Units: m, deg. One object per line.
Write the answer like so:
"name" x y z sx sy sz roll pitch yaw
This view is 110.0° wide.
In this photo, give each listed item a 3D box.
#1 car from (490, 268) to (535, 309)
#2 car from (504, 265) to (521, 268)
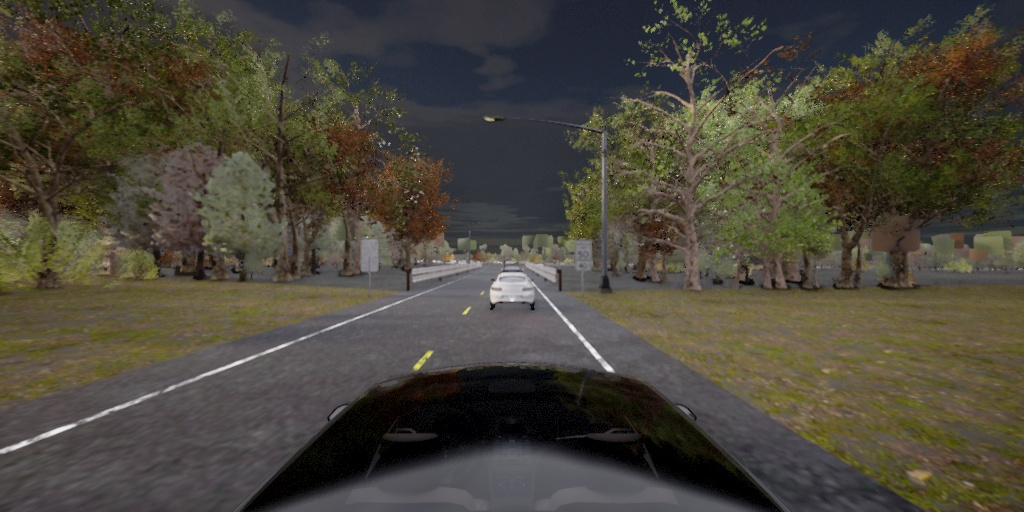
"car" 0.031 1.416 15.730 1.812 1.442 4.674 0 0 1
"car" 0.040 1.522 31.063 1.882 1.535 5.008 0 0 1
